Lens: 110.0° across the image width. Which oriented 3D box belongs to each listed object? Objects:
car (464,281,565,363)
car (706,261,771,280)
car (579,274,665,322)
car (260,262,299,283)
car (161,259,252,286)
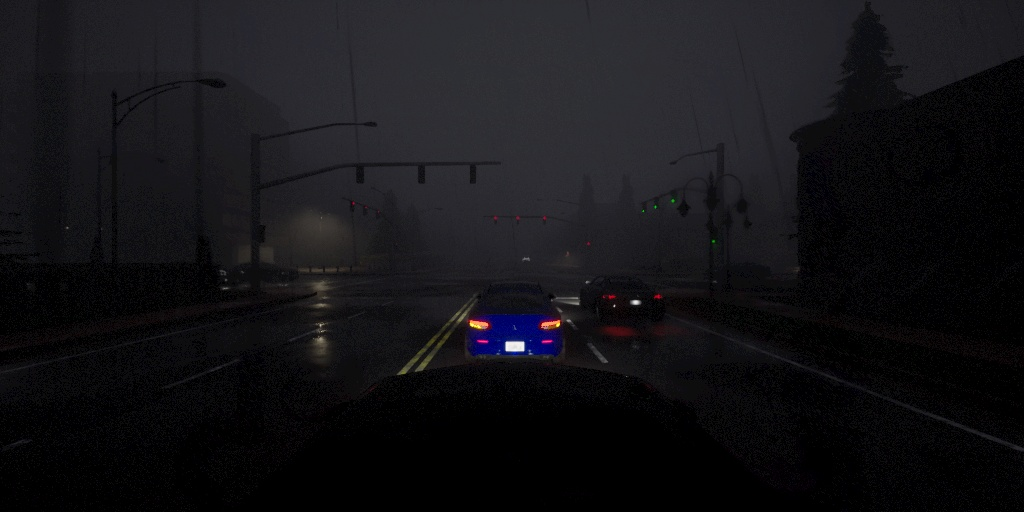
[{"bbox_3d":[0.063,1.276,8.010,1.812,1.442,4.674,0,0,0],"label":"car"},{"bbox_3d":[19.370,1.228,30.769,5.008,1.535,1.882,0,0,-1],"label":"car"},{"bbox_3d":[3.580,1.314,12.362,1.994,1.385,4.181,0,0,0],"label":"car"},{"bbox_3d":[-19.014,1.228,27.392,5.008,1.535,1.882,0,0,0],"label":"car"},{"bbox_3d":[-20.476,1.103,23.894,4.553,1.767,2.097,0,0,0],"label":"car"}]
